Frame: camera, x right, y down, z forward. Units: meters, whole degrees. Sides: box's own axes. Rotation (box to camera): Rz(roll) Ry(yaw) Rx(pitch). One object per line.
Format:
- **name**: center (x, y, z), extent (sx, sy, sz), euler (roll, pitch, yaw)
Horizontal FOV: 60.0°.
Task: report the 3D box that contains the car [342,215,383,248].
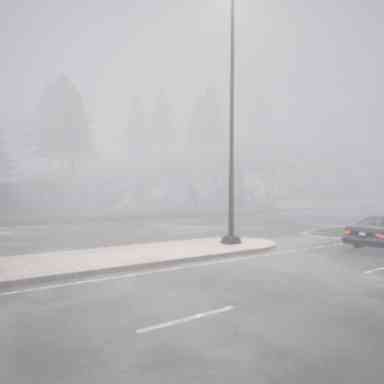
- **car**: center (8.540, 1.670, 14.086), extent (5.357, 1.411, 2.033), euler (1, 0, -35)
